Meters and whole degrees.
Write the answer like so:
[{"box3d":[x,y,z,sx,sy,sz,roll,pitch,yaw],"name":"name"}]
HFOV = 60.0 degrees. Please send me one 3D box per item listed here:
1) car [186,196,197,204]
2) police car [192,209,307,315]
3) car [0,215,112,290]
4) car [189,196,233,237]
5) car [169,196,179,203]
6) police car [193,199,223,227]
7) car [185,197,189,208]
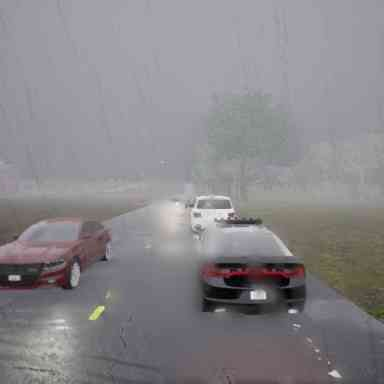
[{"box3d":[-0.075,1.483,60.439,1.895,1.301,4.718,0,0,0],"name":"car"},{"box3d":[1.041,1.421,7.820,1.930,1.638,5.238,0,0,0],"name":"police car"},{"box3d":[-3.612,1.473,9.257,1.882,1.535,5.008,0,0,0],"name":"car"},{"box3d":[1.029,1.213,17.740,2.150,2.045,5.566,0,0,0],"name":"car"},{"box3d":[-3.584,1.457,66.370,1.895,1.301,4.718,0,0,0],"name":"car"},{"box3d":[1.021,1.408,23.822,1.930,1.638,5.238,0,0,0],"name":"police car"},{"box3d":[-0.015,1.481,45.582,2.033,1.411,5.357,0,0,1],"name":"car"}]
